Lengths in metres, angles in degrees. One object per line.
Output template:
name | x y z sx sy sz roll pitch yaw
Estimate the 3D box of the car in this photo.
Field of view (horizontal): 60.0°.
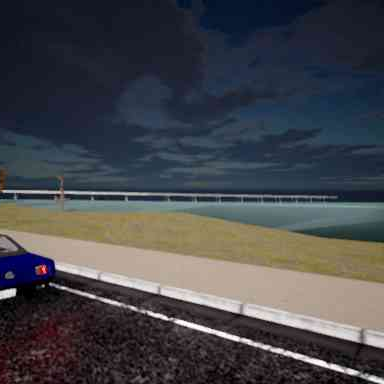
car | -5.163 1.555 7.349 4.718 1.301 1.895 0 0 35
